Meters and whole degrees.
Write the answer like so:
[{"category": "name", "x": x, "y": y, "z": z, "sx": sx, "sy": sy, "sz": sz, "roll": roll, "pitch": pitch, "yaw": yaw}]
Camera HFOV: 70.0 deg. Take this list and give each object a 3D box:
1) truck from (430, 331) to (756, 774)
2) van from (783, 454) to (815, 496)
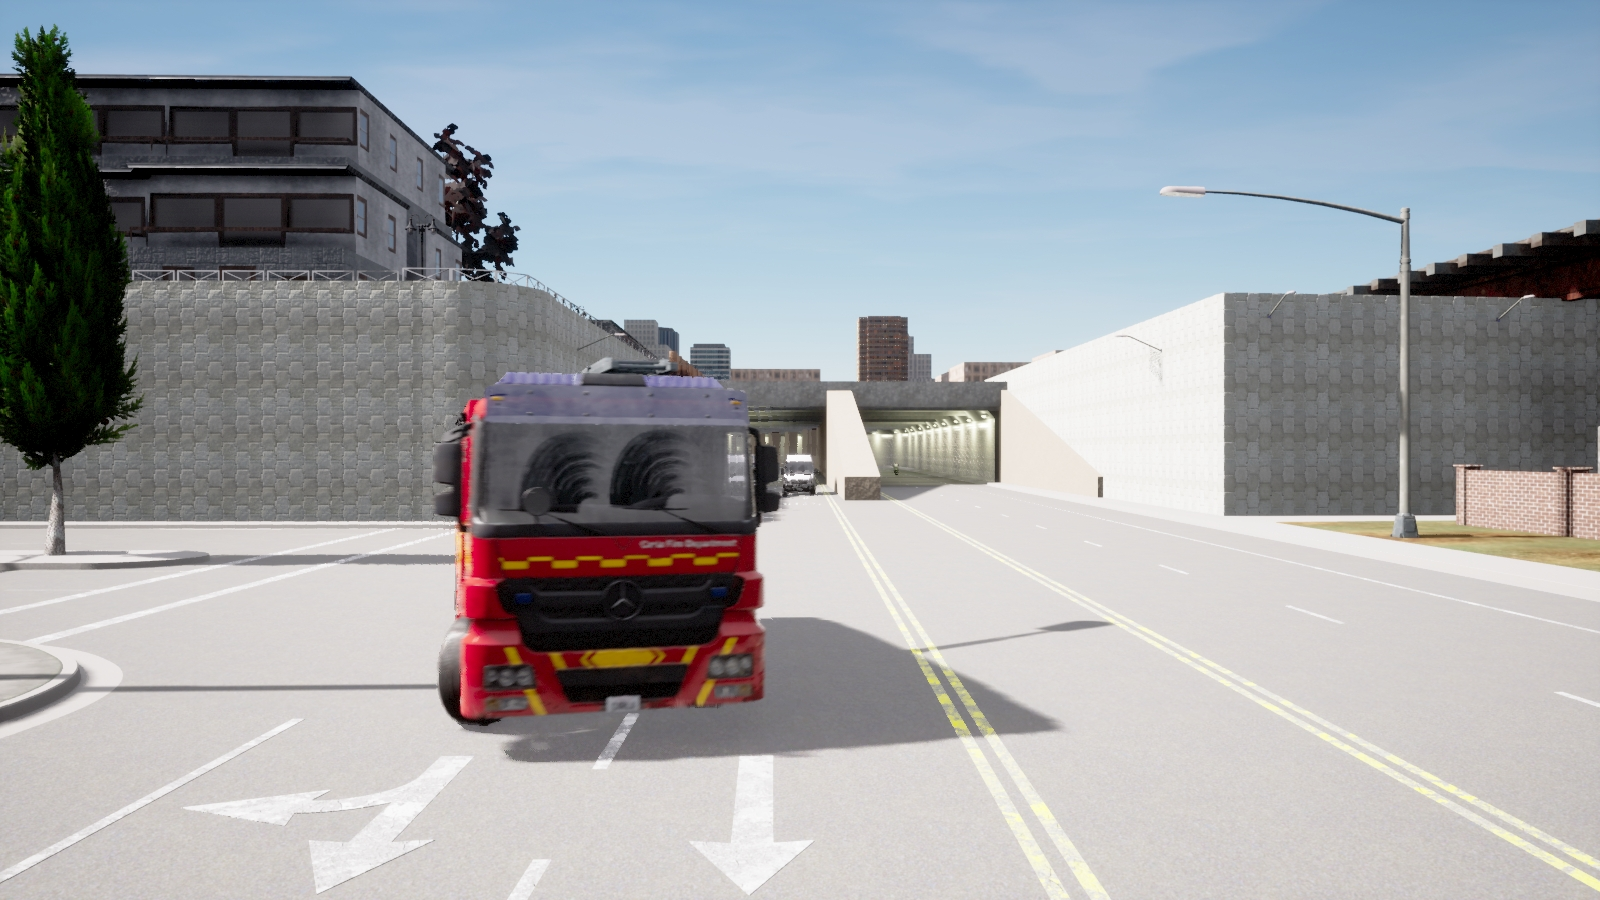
[{"category": "truck", "x": -3.062, "y": 0.890, "z": 14.343, "sx": 2.891, "sy": 3.827, "sz": 8.468, "roll": 0, "pitch": 0, "yaw": -17}, {"category": "van", "x": -0.055, "y": 1.534, "z": 72.397, "sx": 1.988, "sy": 2.561, "sz": 5.915, "roll": 0, "pitch": 0, "yaw": 0}]
